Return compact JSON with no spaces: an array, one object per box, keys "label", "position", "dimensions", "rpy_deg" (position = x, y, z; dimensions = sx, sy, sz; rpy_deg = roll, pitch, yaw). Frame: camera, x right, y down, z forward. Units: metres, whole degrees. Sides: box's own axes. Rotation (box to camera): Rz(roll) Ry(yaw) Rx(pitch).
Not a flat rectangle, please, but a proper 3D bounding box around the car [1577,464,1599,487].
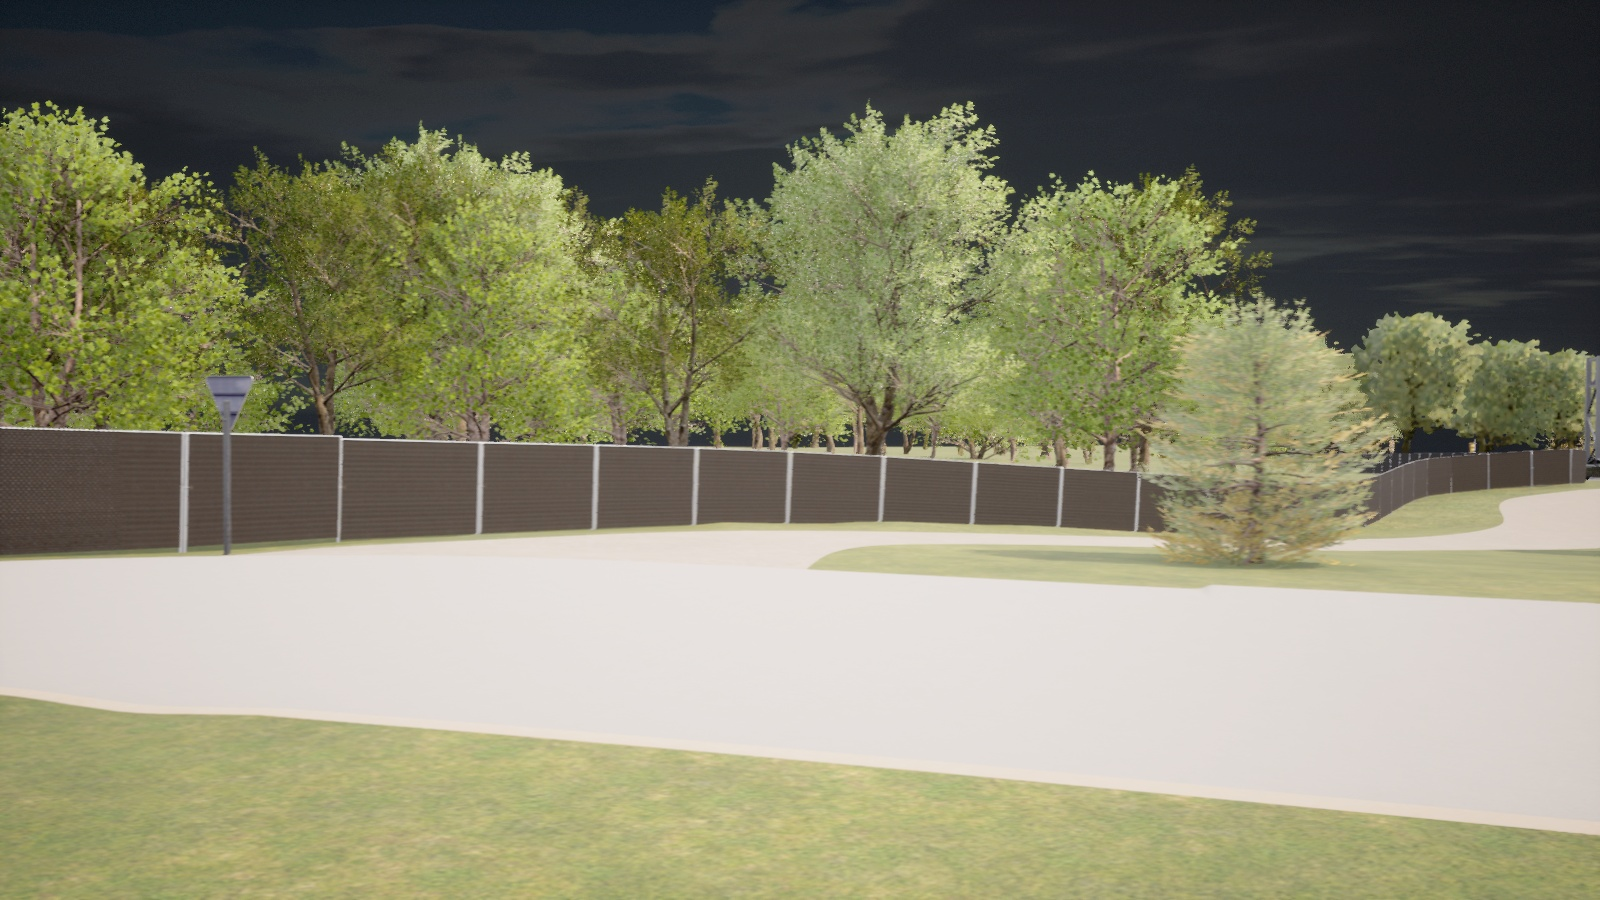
[{"label":"car","position":[53.815,1.707,83.575],"dimensions":[1.837,1.490,4.892],"rpy_deg":[1,0,10]}]
